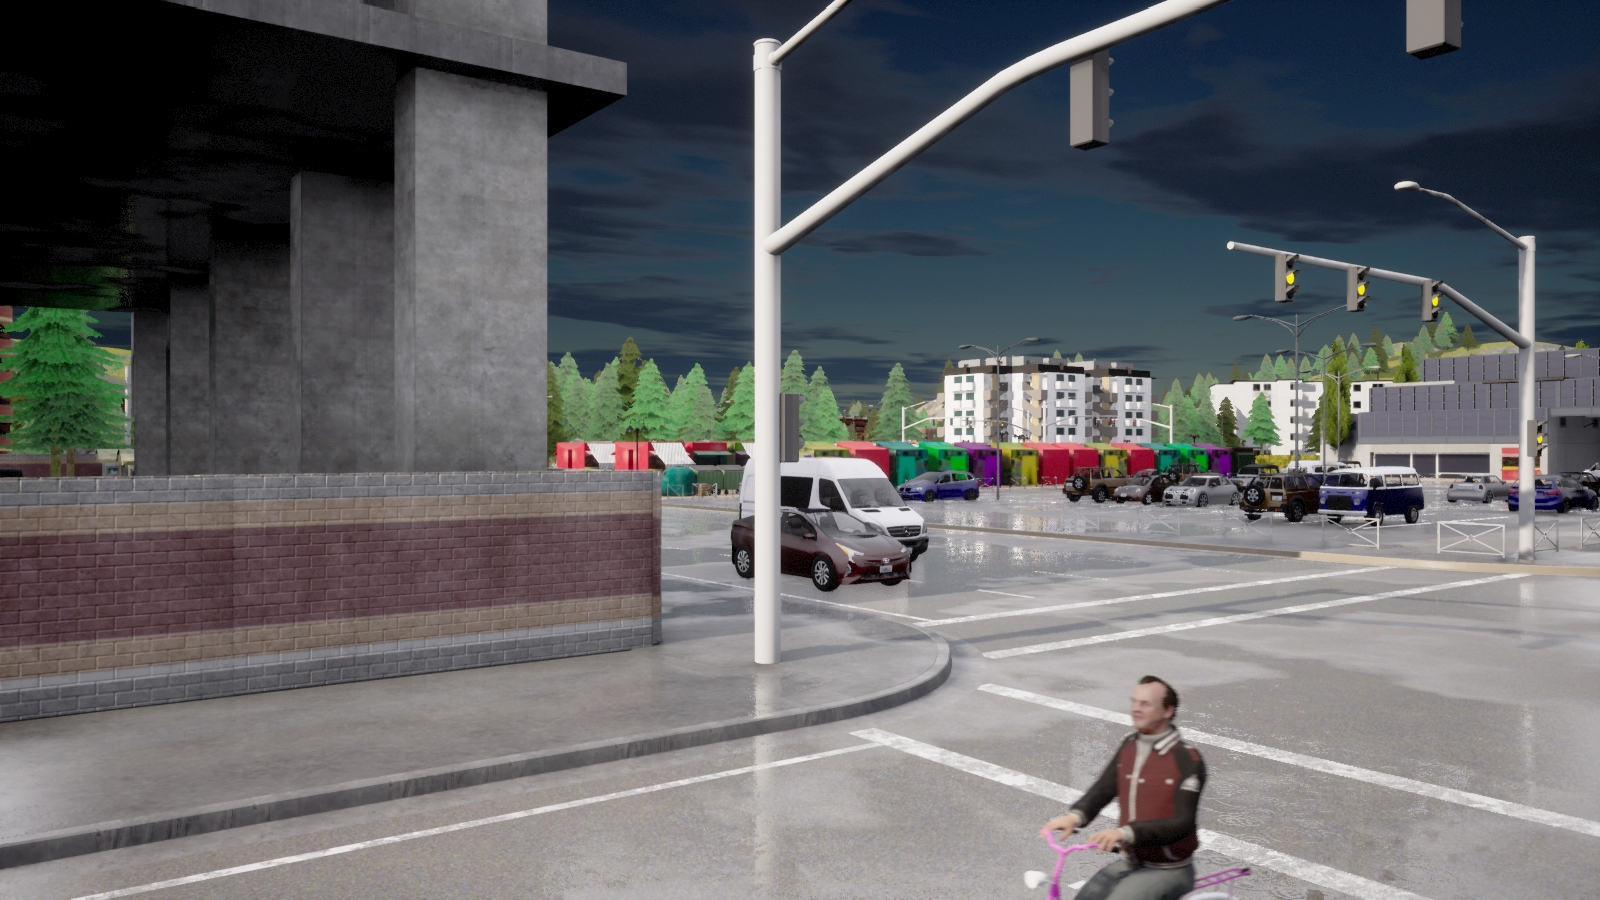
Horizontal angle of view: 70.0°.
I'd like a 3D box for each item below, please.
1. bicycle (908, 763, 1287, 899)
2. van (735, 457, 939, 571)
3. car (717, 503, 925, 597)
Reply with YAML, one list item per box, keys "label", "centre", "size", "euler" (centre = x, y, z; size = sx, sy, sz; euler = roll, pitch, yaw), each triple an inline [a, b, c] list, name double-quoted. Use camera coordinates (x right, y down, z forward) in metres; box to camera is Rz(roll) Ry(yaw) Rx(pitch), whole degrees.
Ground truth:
- label: "bicycle"
  centre: [1.350, 2.160, 5.031]
  size: [1.835, 1.271, 0.329]
  euler: [0, -1, -26]
- label: "van"
  centre: [0.780, 1.479, 29.066]
  size: [1.988, 2.561, 5.915]
  euler: [0, 0, -36]
- label: "car"
  centre: [0.324, 1.984, 23.786]
  size: [2.007, 1.525, 4.514]
  euler: [0, 0, -36]
